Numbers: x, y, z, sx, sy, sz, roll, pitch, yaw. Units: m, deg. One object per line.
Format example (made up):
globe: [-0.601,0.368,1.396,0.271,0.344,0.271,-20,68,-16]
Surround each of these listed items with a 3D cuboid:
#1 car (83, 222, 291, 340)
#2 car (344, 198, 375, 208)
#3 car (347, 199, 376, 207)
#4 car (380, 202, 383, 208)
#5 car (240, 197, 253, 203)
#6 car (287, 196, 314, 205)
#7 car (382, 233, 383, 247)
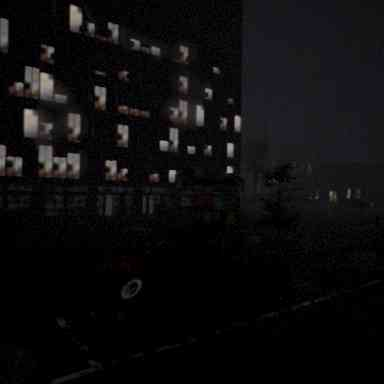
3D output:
car: [0.029,1.452,6.525,4.097,1.590,1.967,0,1,-35]
car: [25.151,1.620,49.905,1.967,1.590,4.097,1,-1,-35]
car: [29.733,1.927,58.456,1.802,1.307,4.206,1,-1,-35]
car: [32.854,1.885,53.952,1.947,1.339,4.313,1,-1,-35]
car: [13.179,1.923,82.129,1.967,1.590,4.097,1,-1,-35]
car: [22.731,1.719,68.490,2.192,1.841,5.009,1,-1,-35]
car: [9.220,1.590,13.081,4.507,1.381,1.887,0,1,-35]
